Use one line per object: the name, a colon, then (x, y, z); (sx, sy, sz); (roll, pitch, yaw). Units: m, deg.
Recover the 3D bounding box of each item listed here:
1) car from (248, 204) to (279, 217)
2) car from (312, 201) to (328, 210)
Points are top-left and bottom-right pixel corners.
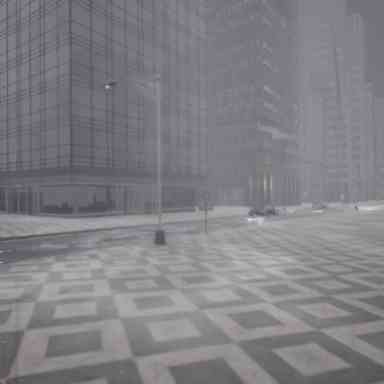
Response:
car: (8.419, 2.154, 38.809); (2.033, 1.411, 5.357); (-1, -1, 35)
car: (22.625, 2.368, 58.743); (2.128, 1.511, 4.902); (-1, -1, 35)
